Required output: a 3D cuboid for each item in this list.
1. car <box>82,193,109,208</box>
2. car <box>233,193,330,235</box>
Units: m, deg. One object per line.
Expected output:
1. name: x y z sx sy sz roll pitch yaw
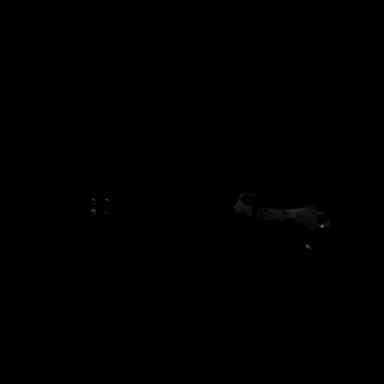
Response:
1. car: -12.179 0.970 41.953 2.097 1.767 4.553 1 0 -35
2. car: 4.622 1.167 18.085 2.150 2.045 5.566 1 2 -35
